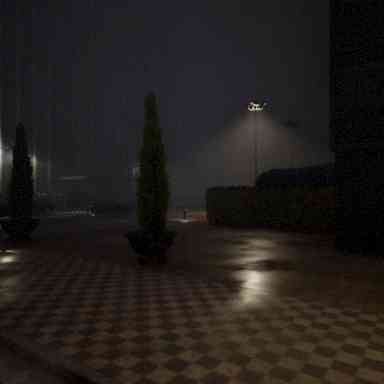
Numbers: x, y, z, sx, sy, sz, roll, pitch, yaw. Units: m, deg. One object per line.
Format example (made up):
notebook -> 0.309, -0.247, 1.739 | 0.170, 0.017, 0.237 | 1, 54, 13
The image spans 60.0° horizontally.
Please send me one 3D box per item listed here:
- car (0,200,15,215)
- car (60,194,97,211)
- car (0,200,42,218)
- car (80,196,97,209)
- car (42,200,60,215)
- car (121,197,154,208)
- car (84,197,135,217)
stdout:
car -> -19.976, 1.564, 32.532 | 1.994, 1.385, 4.181 | 0, 0, 35
car -> -14.055, 1.221, 41.047 | 2.150, 2.045, 5.566 | 0, 0, 35
car -> -15.198, 1.491, 26.791 | 2.128, 1.511, 4.902 | 0, 0, 35
car -> -10.511, 1.505, 40.004 | 1.837, 1.490, 4.892 | 0, 0, 35
car -> -15.842, 1.505, 32.344 | 1.837, 1.490, 4.892 | 0, 0, 35
car -> -8.062, 1.491, 49.628 | 2.128, 1.511, 4.902 | 0, 0, 35
car -> -7.374, 1.491, 31.909 | 2.128, 1.511, 4.902 | 0, 0, 35
